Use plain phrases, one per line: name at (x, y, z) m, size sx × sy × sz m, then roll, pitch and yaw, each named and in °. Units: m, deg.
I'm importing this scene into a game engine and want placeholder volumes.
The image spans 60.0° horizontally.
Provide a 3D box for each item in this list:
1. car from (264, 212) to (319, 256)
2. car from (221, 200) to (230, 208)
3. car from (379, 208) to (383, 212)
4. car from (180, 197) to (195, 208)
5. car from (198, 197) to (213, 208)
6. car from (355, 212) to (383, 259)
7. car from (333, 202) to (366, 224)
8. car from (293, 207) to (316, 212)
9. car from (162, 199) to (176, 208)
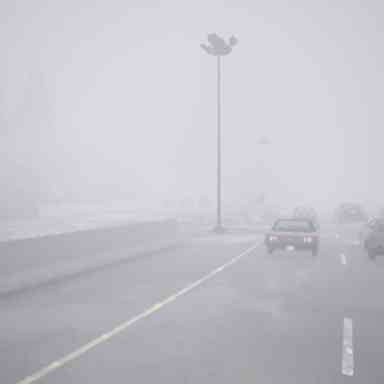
car at (4.367, 1.750, 14.028) m, size 1.895 × 1.301 × 4.718 m, roll 0°, pitch -1°, yaw 22°
car at (6.169, 2.145, 61.970) m, size 1.882 × 1.535 × 5.008 m, roll 0°, pitch 0°, yaw 8°
car at (16.343, 1.766, 26.613) m, size 2.128 × 1.511 × 4.902 m, roll 0°, pitch -1°, yaw 17°
car at (-0.827, 1.900, 62.293) m, size 2.150 × 2.045 × 5.566 m, roll 0°, pitch -1°, yaw 8°
car at (2.541, 1.885, 61.231) m, size 2.150 × 2.045 × 5.566 m, roll 0°, pitch -1°, yaw 8°
car at (7.653, 1.697, 12.833) m, size 1.994 × 1.385 × 4.181 m, roll 0°, pitch -1°, yaw 22°
car at (12.989, 1.639, 27.620) m, size 2.097 × 1.767 × 4.553 m, roll 0°, pitch -1°, yaw 17°
car at (9.613, 1.902, 28.533) m, size 1.895 × 1.301 × 4.718 m, roll 0°, pitch -1°, yaw 17°
car at (-4.333, 2.189, 62.574) m, size 1.837 × 1.490 × 4.892 m, roll 0°, pitch -1°, yaw 8°
